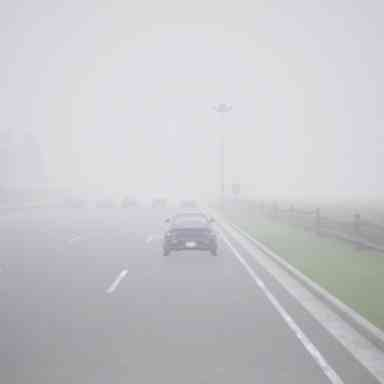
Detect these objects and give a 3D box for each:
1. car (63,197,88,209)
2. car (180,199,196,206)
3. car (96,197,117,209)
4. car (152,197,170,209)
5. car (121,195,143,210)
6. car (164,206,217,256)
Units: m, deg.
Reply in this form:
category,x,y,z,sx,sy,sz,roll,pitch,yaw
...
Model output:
category,x,y,z,sx,sy,sz,roll,pitch,yaw
car,-14.460,1.359,41.630,2.128,1.511,4.902,0,0,-1
car,-0.442,1.447,40.337,1.895,1.301,4.718,0,0,-1
car,-10.975,1.382,42.744,1.812,1.442,4.674,0,0,-1
car,-3.962,1.352,41.869,1.837,1.490,4.892,0,0,-1
car,-7.458,1.207,41.465,2.097,1.767,4.553,0,0,-1
car,-0.079,1.476,12.826,1.812,1.442,4.674,0,0,-1
